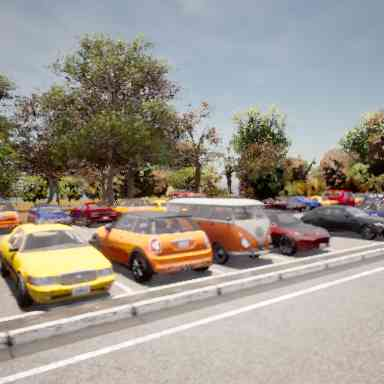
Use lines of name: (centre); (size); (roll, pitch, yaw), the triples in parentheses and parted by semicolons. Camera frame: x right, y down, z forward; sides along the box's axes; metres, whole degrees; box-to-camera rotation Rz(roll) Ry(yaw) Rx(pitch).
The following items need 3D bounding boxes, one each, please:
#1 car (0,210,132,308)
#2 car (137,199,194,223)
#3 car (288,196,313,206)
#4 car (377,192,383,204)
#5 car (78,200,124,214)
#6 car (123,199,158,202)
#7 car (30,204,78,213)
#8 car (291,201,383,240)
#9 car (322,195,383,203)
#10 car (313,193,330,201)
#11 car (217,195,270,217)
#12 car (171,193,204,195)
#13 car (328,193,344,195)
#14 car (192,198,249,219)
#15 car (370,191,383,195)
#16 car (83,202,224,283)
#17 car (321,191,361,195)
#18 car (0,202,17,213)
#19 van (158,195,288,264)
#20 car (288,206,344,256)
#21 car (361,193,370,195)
car: (-3.613, 1.498, 8.400); (1.946, 1.575, 5.366); (-1, 0, -35)
car: (-2.185, 1.395, 25.650); (2.097, 1.535, 5.008); (-1, 0, -35)
car: (9.212, 1.286, 33.651); (2.163, 1.488, 4.792); (-1, 0, -35)
car: (29.689, 0.866, 48.102); (2.185, 1.767, 4.553); (-1, 0, -35)
car: (-6.729, 1.448, 22.430); (2.097, 1.535, 5.008); (-1, 0, -35)
car: (-4.440, 1.297, 24.013); (2.185, 1.767, 4.553); (-1, 0, -35)
car: (-9.009, 1.514, 20.832); (2.002, 1.452, 4.674); (-1, 0, -35)
car: (7.649, 1.411, 16.579); (2.002, 1.452, 4.674); (-1, 0, -35)
car: (9.940, 1.218, 18.154); (2.185, 1.767, 4.553); (-1, 0, -35)
car: (11.467, 1.227, 35.286); (2.097, 1.535, 5.008); (-1, 0, -35)
car: (4.626, 1.188, 30.489); (2.185, 1.767, 4.553); (-1, 0, -35)
car: (0.109, 1.117, 27.229); (2.435, 2.045, 5.566); (-1, 0, -35)
car: (13.536, 1.196, 36.967); (1.946, 1.575, 5.366); (-1, 0, -35)
car: (2.365, 1.343, 28.863); (2.231, 1.521, 4.892); (-1, 0, -35)
car: (22.725, 0.956, 43.263); (2.185, 1.767, 4.553); (-1, 0, -35)
car: (-1.429, 1.350, 10.130); (2.185, 1.767, 4.553); (-1, 0, -35)
car: (15.900, 0.918, 38.443); (2.435, 2.045, 5.566); (-1, 0, -35)
car: (-11.266, 1.373, 19.197); (2.185, 1.767, 4.553); (-1, 0, -35)
van: (0.843, 1.226, 11.628); (1.878, 1.987, 4.442); (-1, 0, -35)
car: (3.119, 1.454, 13.343); (2.163, 1.488, 4.792); (-1, 0, -35)
car: (18.312, 1.013, 40.072); (2.185, 1.767, 4.553); (-1, 0, -35)
